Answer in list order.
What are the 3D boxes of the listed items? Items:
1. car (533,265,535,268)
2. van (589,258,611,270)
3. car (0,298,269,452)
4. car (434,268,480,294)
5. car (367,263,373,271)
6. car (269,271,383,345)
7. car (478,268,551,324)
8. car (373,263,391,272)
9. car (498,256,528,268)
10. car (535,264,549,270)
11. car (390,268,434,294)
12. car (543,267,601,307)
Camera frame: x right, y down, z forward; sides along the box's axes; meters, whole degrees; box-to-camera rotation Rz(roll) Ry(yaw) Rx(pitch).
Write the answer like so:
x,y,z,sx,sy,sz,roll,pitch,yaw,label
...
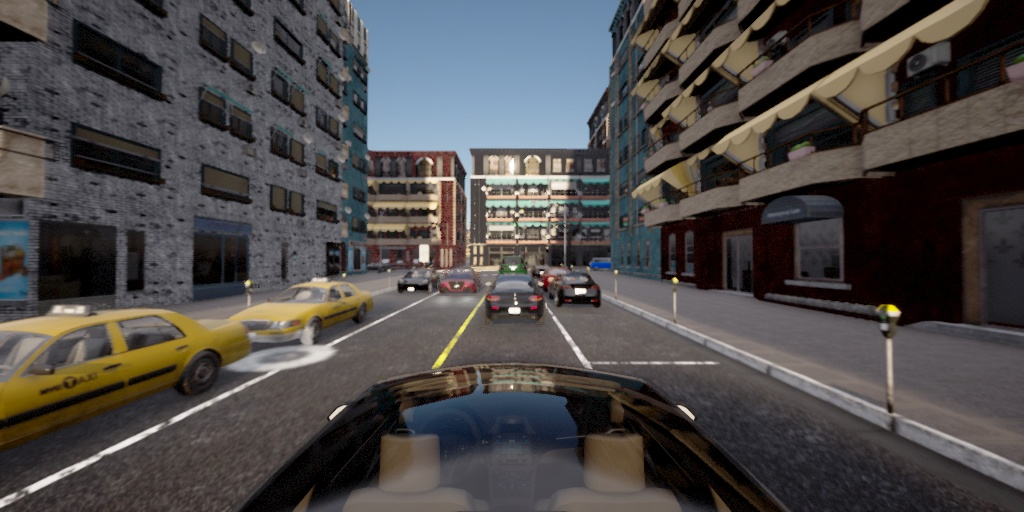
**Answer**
x,y,z,sx,sy,sz,roll,pitch,yaw,label
2.581,1.391,32.056,1.948,1.339,4.313,0,0,0,car
13.112,1.176,51.622,3.998,1.789,1.690,0,0,0,van
-5.303,1.280,4.045,1.751,1.417,4.829,0,0,0,car
-2.834,1.355,20.329,1.994,1.385,4.181,0,0,0,car
-19.634,1.370,43.453,4.097,1.591,1.967,0,0,0,car
-5.291,1.291,9.609,1.751,1.417,4.829,0,0,0,car
0.081,1.296,11.927,1.812,1.442,4.674,0,0,0,car
-19.673,1.593,51.592,4.403,1.370,2.007,0,0,0,car
0.095,1.035,28.376,2.150,2.045,5.566,0,0,0,car
2.575,1.338,20.929,1.888,1.381,4.507,0,0,0,car
-5.272,1.358,20.908,1.948,1.339,4.313,0,0,0,car
2.573,1.345,15.364,1.948,1.339,4.313,0,0,0,car
